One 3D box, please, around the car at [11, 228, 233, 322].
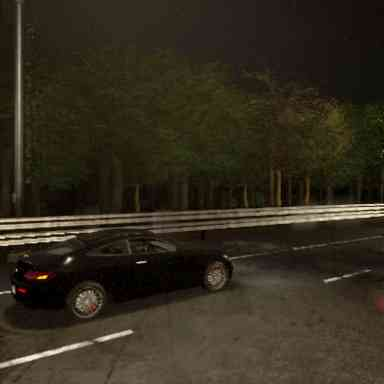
[{"bbox_3d":[-1.243,1.512,7.166,4.674,1.442,1.812,0,0,-35],"label":"car"}]
